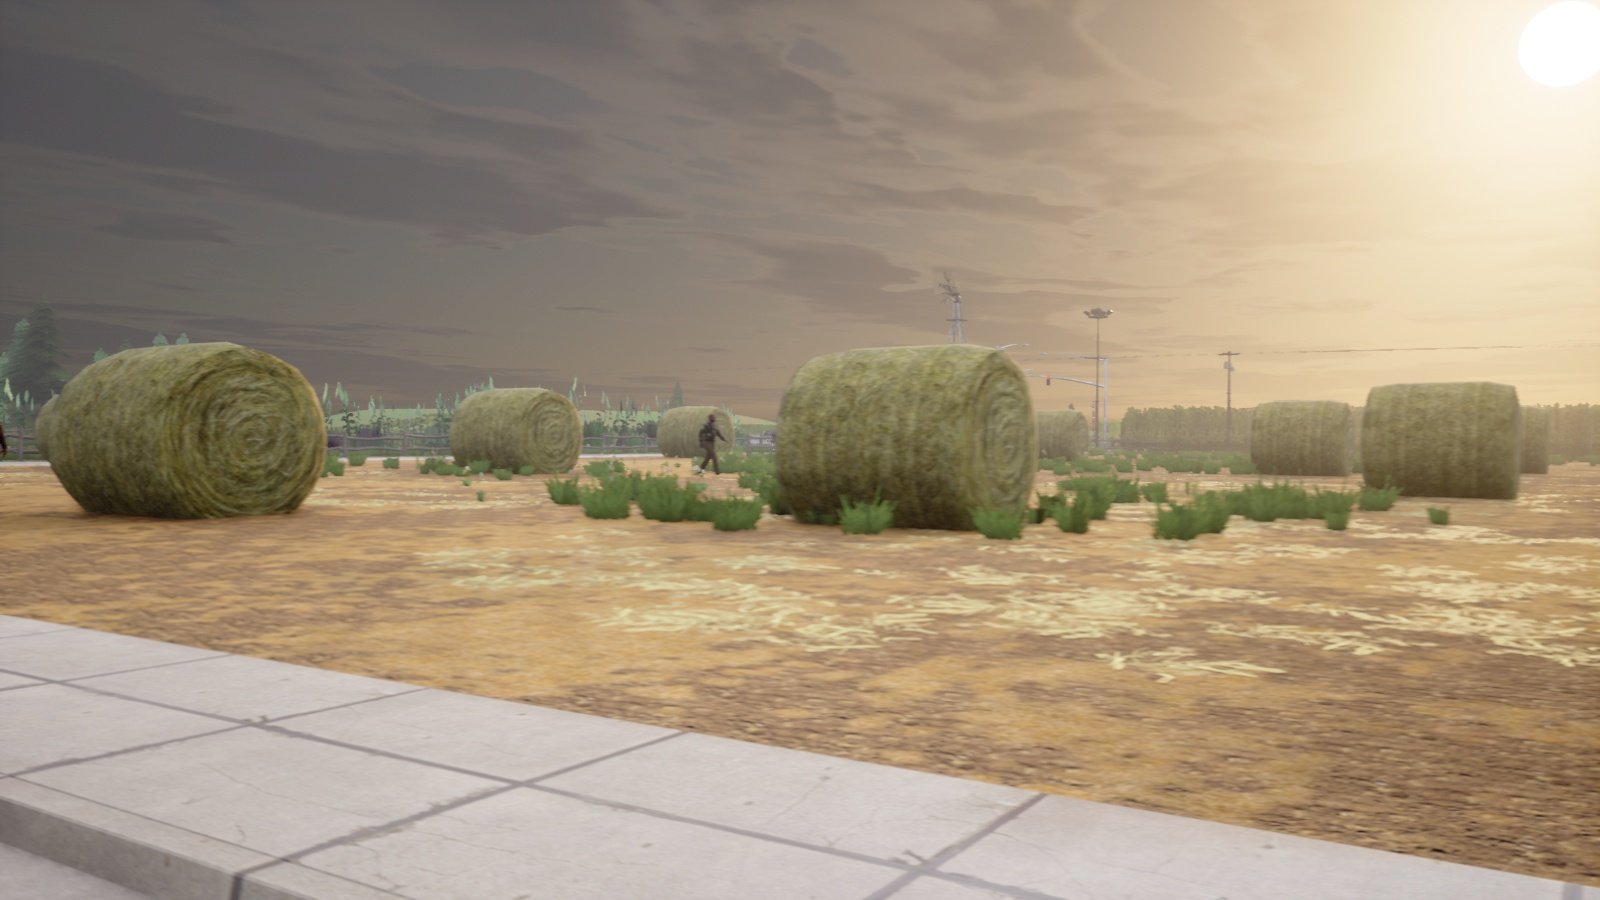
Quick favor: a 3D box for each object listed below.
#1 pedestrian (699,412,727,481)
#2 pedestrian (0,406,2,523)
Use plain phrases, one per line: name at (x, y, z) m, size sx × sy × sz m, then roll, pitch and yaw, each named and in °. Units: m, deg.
pedestrian at (-2.449, -0.106, 35.205) m, size 0.692 × 1.930 × 0.395 m, roll 0°, pitch 1°, yaw 41°
pedestrian at (-12.594, 0.212, 19.471) m, size 0.328 × 1.805 × 0.869 m, roll -1°, pitch 1°, yaw -31°
